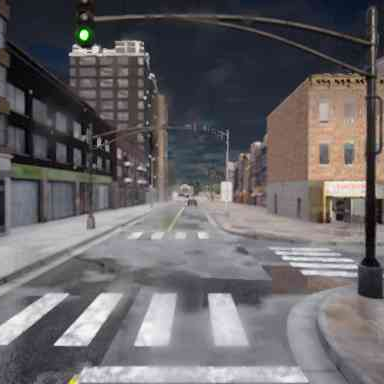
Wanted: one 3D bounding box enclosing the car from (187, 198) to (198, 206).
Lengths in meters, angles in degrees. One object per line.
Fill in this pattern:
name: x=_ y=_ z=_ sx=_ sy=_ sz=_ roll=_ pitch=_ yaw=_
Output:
car: x=0.036 y=1.913 z=64.990 sx=1.837 sy=1.490 sz=4.892 roll=0 pitch=-1 yaw=0
